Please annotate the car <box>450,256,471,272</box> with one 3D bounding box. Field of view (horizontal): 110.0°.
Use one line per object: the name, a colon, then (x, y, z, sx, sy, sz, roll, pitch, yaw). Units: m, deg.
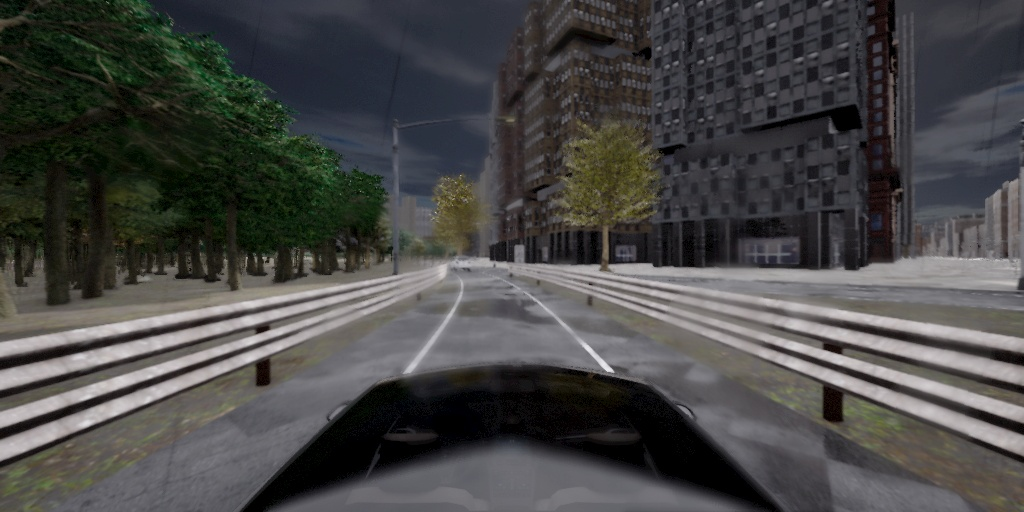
car: (-7.113, 1.053, 49.571, 2.150, 2.045, 5.566, 0, 0, -18)
